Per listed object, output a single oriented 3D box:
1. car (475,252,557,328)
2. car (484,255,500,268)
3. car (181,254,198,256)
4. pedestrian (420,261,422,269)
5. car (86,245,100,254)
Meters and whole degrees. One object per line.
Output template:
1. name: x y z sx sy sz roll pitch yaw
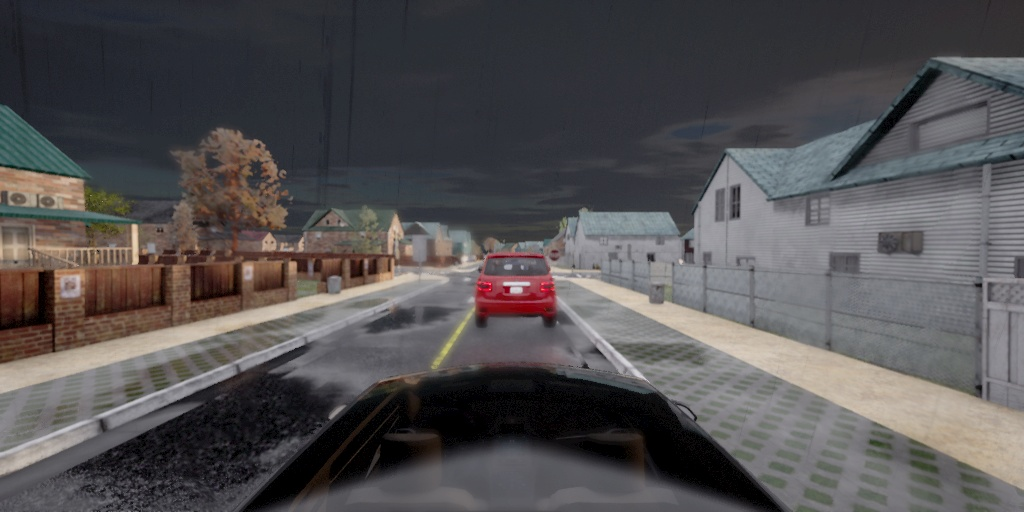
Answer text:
1. car: 0.087 0.910 11.280 2.150 2.045 5.566 0 0 0
2. car: -2.908 0.793 52.783 2.097 1.767 4.553 0 0 0
3. car: -29.588 0.567 32.596 5.357 1.411 2.033 1 2 1
4. pedestrian: -9.735 0.397 38.159 0.375 1.860 0.375 0 0 1
5. car: -44.201 -0.128 35.683 5.566 2.045 2.150 1 2 2
